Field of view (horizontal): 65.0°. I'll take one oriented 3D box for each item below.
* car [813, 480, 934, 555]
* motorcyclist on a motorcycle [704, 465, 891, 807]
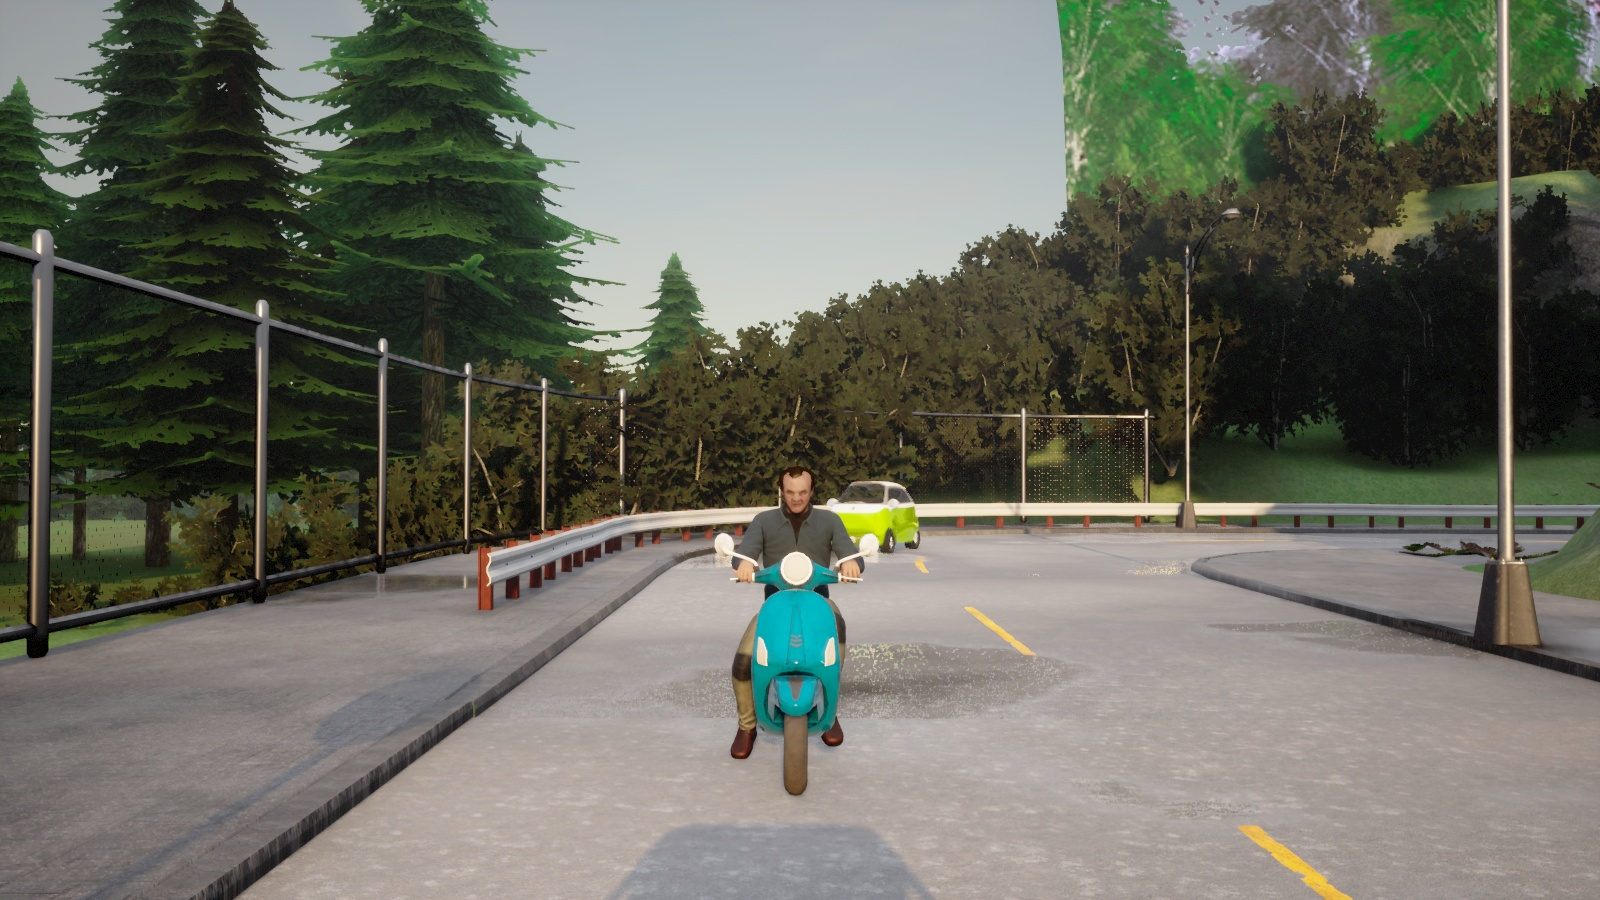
[{"bbox_3d":[1.460,1.276,24.502,1.481,1.376,2.207,-1,-2,31],"label":"car"},{"bbox_3d":[-0.012,0.881,6.766,0.866,1.590,1.817,0,-1,0],"label":"motorcyclist on a motorcycle"}]
